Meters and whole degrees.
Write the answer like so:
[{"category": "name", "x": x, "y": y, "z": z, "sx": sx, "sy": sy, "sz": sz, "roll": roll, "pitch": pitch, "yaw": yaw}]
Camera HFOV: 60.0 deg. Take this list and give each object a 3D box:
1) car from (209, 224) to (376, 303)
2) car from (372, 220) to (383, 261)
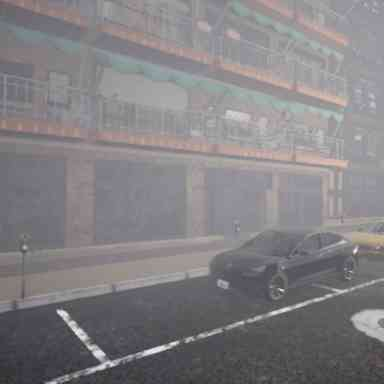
[{"category": "car", "x": 2.434, "y": 1.577, "z": 8.277, "sx": 4.313, "sy": 1.339, "sz": 1.947, "roll": 0, "pitch": 1, "yaw": -35}, {"category": "car", "x": 6.915, "y": 1.544, "z": 11.468, "sx": 4.829, "sy": 1.417, "sz": 1.752, "roll": 0, "pitch": 1, "yaw": -35}]
